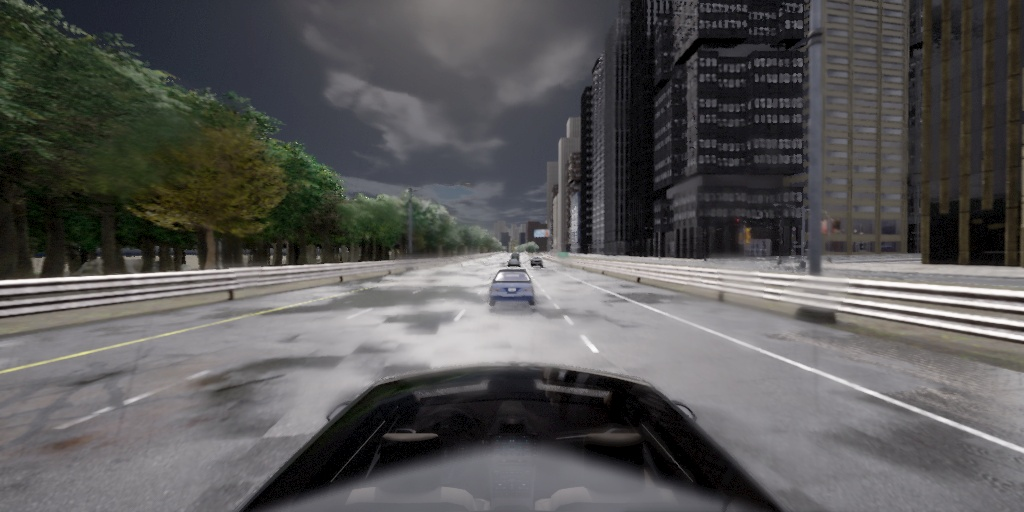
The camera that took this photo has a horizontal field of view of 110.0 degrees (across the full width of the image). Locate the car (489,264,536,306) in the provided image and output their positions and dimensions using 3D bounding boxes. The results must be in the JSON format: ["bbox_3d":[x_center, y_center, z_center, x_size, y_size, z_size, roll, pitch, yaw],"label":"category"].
[{"bbox_3d":[0.012,1.278,15.702,2.033,1.411,5.357,0,0,0],"label":"car"}]

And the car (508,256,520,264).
[{"bbox_3d":[0.339,1.069,60.260,1.994,1.385,4.181,0,0,1],"label":"car"}]

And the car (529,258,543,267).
[{"bbox_3d":[3.909,1.026,57.779,1.837,1.490,4.892,0,1,1],"label":"car"}]
